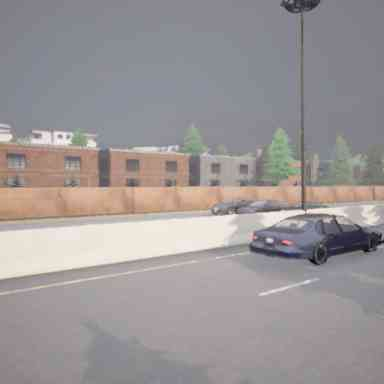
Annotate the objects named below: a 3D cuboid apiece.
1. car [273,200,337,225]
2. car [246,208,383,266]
[{"bbox_3d":[7.600,1.325,22.325,4.181,1.385,1.994,-1,1,-36],"label":"car"},{"bbox_3d":[4.305,1.424,11.127,5.357,1.411,2.033,-1,1,-36],"label":"car"}]
